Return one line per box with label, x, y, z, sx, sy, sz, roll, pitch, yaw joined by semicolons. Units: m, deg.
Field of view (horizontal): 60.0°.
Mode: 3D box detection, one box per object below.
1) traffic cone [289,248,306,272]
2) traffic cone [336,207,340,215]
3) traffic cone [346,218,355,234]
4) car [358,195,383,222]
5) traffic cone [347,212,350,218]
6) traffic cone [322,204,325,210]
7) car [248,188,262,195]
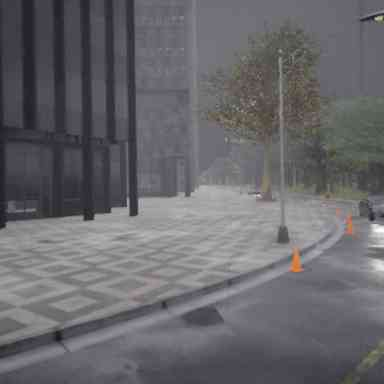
traffic cone;2.893;1.859;9.210;0.340;0.580;0.340;-2;1;-31
traffic cone;10.747;1.405;24.441;0.340;0.580;0.340;-1;1;13
traffic cone;7.519;1.653;15.728;0.340;0.580;0.340;-1;1;28
car;11.847;0.985;20.972;2.128;1.511;4.902;-1;1;17
traffic cone;9.407;1.525;19.983;0.340;0.580;0.340;-1;1;20
traffic cone;11.513;1.295;29.033;0.340;0.580;0.340;-1;1;6
car;12.905;-0.093;68.417;1.994;1.385;4.181;-1;2;-3
